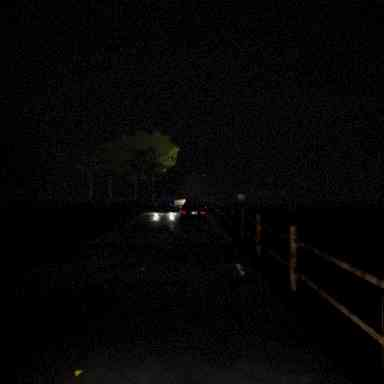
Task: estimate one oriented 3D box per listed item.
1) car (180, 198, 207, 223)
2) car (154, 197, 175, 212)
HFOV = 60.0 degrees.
[{"bbox_3d":[0.085,1.366,23.760,2.033,1.411,5.357,0,0,0],"label":"car"},{"bbox_3d":[-2.771,1.225,34.505,1.882,1.535,5.008,0,0,0],"label":"car"}]
